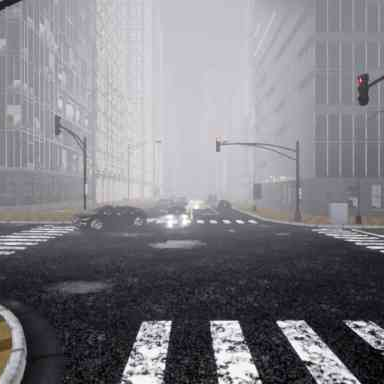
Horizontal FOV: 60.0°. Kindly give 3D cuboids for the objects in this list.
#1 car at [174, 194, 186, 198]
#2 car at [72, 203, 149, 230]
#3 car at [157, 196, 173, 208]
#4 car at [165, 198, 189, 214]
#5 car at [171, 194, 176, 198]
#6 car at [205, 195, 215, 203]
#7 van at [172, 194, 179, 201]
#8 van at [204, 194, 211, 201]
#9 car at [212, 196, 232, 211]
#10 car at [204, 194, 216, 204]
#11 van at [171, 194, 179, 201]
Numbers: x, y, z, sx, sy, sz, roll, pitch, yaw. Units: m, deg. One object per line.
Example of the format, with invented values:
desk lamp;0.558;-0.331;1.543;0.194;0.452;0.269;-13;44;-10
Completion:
car;-1.582;1.531;55.440;1.812;1.442;4.674;0;0;0
car;-5.047;1.508;21.100;4.892;1.490;1.837;2;3;-43
car;-4.027;1.593;47.283;1.802;1.307;4.206;0;0;0
car;-1.513;1.617;35.606;1.895;1.301;4.718;0;0;0
car;-4.097;1.564;63.866;1.947;1.339;4.313;0;0;0
car;3.759;1.432;69.428;1.967;1.590;4.097;0;0;0
van;-4.191;1.315;85.976;1.690;1.788;3.998;0;0;0
van;3.712;1.321;80.482;1.690;1.788;3.998;0;0;0
car;3.926;1.579;41.791;1.947;1.339;4.313;0;0;0
car;3.783;1.313;63.899;2.192;1.841;5.009;0;0;0
van;-4.168;1.321;80.449;1.690;1.788;3.998;0;0;0
